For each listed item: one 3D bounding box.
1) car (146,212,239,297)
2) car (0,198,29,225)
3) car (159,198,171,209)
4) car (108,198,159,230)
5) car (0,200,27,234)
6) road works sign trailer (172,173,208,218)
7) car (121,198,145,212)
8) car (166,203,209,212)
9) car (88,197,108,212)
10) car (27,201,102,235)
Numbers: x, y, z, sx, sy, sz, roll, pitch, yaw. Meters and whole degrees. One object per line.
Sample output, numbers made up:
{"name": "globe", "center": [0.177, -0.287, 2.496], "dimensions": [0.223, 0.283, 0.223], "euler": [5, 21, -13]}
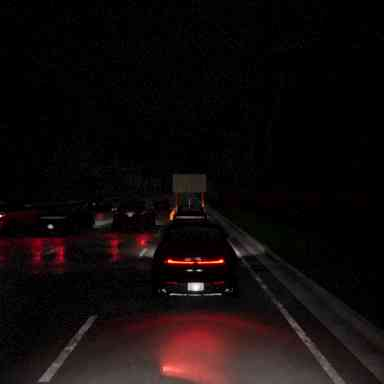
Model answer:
{"name": "car", "center": [0.054, 1.505, 8.576], "dimensions": [1.837, 1.490, 4.892], "euler": [0, 0, 0]}
{"name": "car", "center": [-14.067, 1.352, 24.270], "dimensions": [2.097, 1.767, 4.553], "euler": [0, 0, 0]}
{"name": "car", "center": [-3.700, 1.480, 40.896], "dimensions": [1.882, 1.535, 5.008], "euler": [0, -1, 0]}
{"name": "car", "center": [-3.539, 1.353, 21.019], "dimensions": [2.097, 1.767, 4.553], "euler": [0, 0, 0]}
{"name": "car", "center": [-10.525, 1.354, 19.190], "dimensions": [2.097, 1.767, 4.553], "euler": [0, 0, 0]}
{"name": "road works sign trailer", "center": [-0.169, 0.466, 22.833], "dimensions": [2.380, 3.560, 2.880], "euler": [0, 0, -3]}
{"name": "car", "center": [-7.200, 1.549, 41.030], "dimensions": [2.033, 1.411, 5.357], "euler": [0, 0, -1]}
{"name": "car", "center": [-0.045, 1.489, 18.962], "dimensions": [2.128, 1.511, 4.902], "euler": [0, 0, 1]}
{"name": "car", "center": [-10.678, 1.356, 38.259], "dimensions": [2.097, 1.767, 4.553], "euler": [0, 0, 0]}
{"name": "car", "center": [-7.022, 1.492, 18.928], "dimensions": [2.128, 1.511, 4.902], "euler": [0, 0, 0]}
